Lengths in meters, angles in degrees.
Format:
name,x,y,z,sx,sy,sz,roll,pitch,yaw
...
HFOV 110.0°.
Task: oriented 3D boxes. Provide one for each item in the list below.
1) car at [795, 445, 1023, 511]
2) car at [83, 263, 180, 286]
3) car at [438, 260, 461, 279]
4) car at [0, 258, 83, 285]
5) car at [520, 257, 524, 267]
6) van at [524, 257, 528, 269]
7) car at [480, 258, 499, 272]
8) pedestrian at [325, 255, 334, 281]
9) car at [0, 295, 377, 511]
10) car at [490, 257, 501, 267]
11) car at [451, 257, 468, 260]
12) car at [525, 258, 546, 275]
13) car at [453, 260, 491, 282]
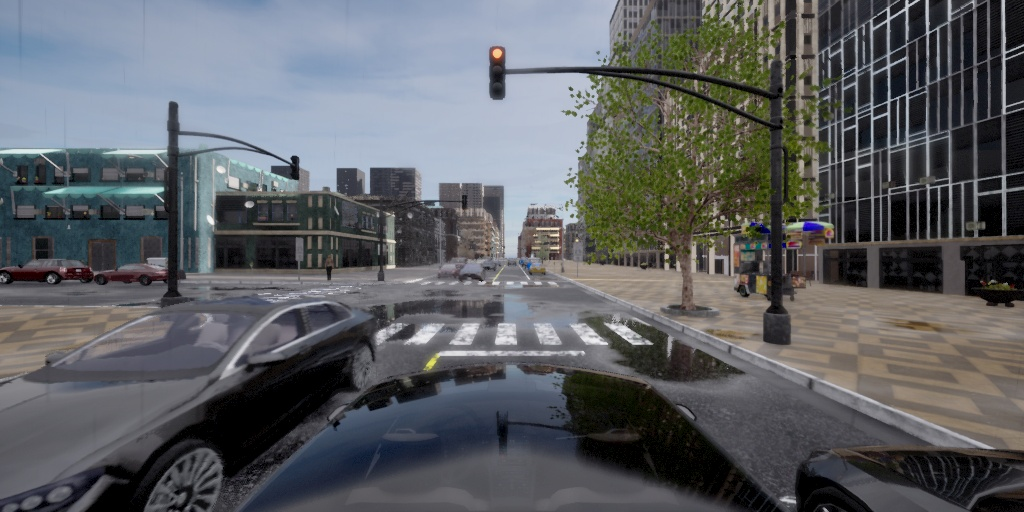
name,x,y,z,sx,sy,sz,roll,pitch,yaw
car,2.691,1.316,0.495,1.948,1.339,4.313,0,0,0
car,-22.818,1.090,21.887,4.207,1.307,1.802,0,0,-1
car,-5.685,1.334,32.972,1.802,1.307,4.207,0,0,0
car,-28.366,0.879,21.810,4.097,1.591,1.967,0,0,-1
car,2.697,1.305,55.177,2.007,1.370,4.403,0,0,0
van,2.696,1.094,44.075,1.690,1.789,3.998,0,0,0
car,-3.091,1.318,46.116,1.994,1.385,4.181,0,0,0
pedestrian,-12.746,0.788,24.977,0.375,1.860,0.375,0,-1,-1
car,-3.099,1.242,3.899,2.128,1.511,4.902,0,0,0
car,-3.022,1.320,65.378,1.994,1.385,4.181,0,0,0
car,-5.685,1.067,38.523,2.192,1.841,5.009,0,0,0
car,2.695,1.278,38.694,1.751,1.417,4.829,0,0,0
car,-3.097,1.299,28.866,2.033,1.411,5.357,0,0,0
